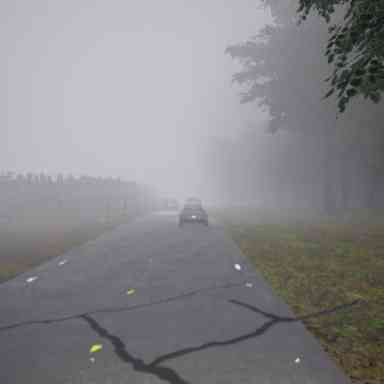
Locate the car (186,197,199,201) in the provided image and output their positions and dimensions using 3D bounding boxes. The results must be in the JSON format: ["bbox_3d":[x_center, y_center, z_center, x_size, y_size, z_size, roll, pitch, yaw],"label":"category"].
[{"bbox_3d":[0.097,1.417,39.905,2.097,1.767,4.553,0,0,0],"label":"car"}]

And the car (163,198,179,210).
[{"bbox_3d":[-2.754,1.575,43.953,2.128,1.511,4.902,0,0,0],"label":"car"}]

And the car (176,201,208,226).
[{"bbox_3d":[0.099,1.587,23.675,1.994,1.385,4.181,0,0,0],"label":"car"}]
